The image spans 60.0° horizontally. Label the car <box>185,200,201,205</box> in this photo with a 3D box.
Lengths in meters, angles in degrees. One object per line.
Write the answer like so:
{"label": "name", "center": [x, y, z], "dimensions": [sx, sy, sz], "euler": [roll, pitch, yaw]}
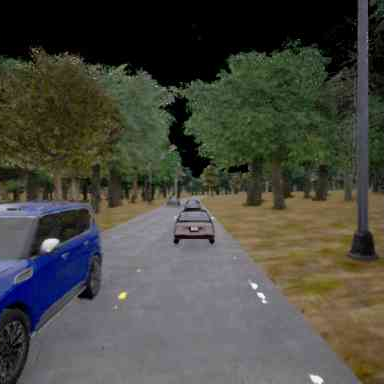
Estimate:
{"label": "car", "center": [0.099, 1.593, 39.159], "dimensions": [1.994, 1.385, 4.181], "euler": [0, 0, 0]}

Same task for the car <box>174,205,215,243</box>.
{"label": "car", "center": [0.096, 1.552, 16.105], "dimensions": [2.033, 1.411, 5.357], "euler": [0, 0, 0]}

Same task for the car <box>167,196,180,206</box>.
{"label": "car", "center": [-3.007, 1.406, 54.820], "dimensions": [2.097, 1.767, 4.553], "euler": [0, 0, 0]}

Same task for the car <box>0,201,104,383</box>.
{"label": "car", "center": [-3.100, 1.222, 5.510], "dimensions": [2.150, 2.045, 5.566], "euler": [0, 0, 0]}
